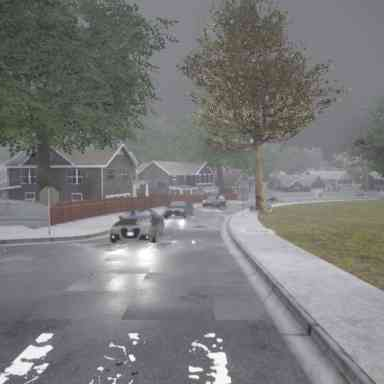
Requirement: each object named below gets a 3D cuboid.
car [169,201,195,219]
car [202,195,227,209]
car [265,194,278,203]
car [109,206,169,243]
[{"bbox_3d":[-1.018,1.460,29.081,2.033,1.411,5.357,1,0,10],"label":"car"},{"bbox_3d":[2.935,1.195,42.721,2.097,1.767,4.553,1,1,22],"label":"car"},{"bbox_3d":[14.934,1.222,64.254,2.128,1.511,4.902,2,2,37],"label":"car"},{"bbox_3d":[-2.452,1.539,15.690,1.994,1.385,4.181,0,0,3],"label":"car"}]
